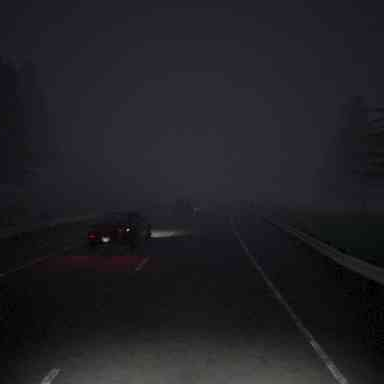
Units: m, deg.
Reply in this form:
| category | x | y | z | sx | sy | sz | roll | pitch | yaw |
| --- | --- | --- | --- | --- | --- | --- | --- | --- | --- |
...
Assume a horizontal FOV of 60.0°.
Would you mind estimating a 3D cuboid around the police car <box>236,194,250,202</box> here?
| category | x | y | z | sx | sy | sz | roll | pitch | yaw |
| --- | --- | --- | --- | --- | --- | --- | --- | --- | --- |
| police car | 10.853 | 1.281 | 72.412 | 1.930 | 1.638 | 5.238 | 0 | 0 | 15 |

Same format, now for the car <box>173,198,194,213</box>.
| category | x | y | z | sx | sy | sz | roll | pitch | yaw |
| --- | --- | --- | --- | --- | --- | --- | --- | --- | --- |
| car | -0.879 | 1.412 | 36.322 | 2.128 | 1.511 | 4.902 | 0 | 0 | 7 |

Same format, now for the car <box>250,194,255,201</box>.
| category | x | y | z | sx | sy | sz | roll | pitch | yaw |
| --- | --- | --- | --- | --- | --- | --- | --- | --- | --- |
| car | 13.540 | 1.190 | 81.670 | 2.097 | 1.767 | 4.553 | 0 | 0 | 17 |

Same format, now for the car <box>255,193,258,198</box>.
| category | x | y | z | sx | sy | sz | roll | pitch | yaw |
| --- | --- | --- | --- | --- | --- | --- | --- | --- | --- |
| car | 15.339 | 1.334 | 87.287 | 1.837 | 1.490 | 4.892 | 0 | 0 | 18 |

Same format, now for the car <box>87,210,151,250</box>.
| category | x | y | z | sx | sy | sz | roll | pitch | yaw |
| --- | --- | --- | --- | --- | --- | --- | --- | --- | --- |
| car | -2.945 | 1.492 | 14.109 | 1.812 | 1.442 | 4.674 | 0 | 0 | 3 |
